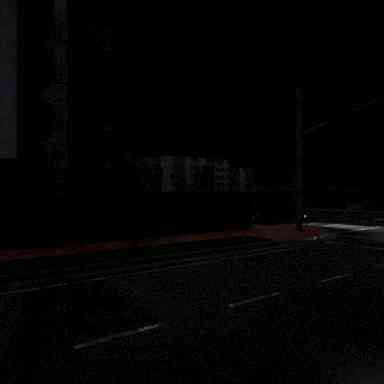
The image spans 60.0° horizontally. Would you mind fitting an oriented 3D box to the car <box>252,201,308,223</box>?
[{"bbox_3d":[6.727,1.491,26.027,2.128,1.511,4.902,0,0,-36],"label":"car"}]
